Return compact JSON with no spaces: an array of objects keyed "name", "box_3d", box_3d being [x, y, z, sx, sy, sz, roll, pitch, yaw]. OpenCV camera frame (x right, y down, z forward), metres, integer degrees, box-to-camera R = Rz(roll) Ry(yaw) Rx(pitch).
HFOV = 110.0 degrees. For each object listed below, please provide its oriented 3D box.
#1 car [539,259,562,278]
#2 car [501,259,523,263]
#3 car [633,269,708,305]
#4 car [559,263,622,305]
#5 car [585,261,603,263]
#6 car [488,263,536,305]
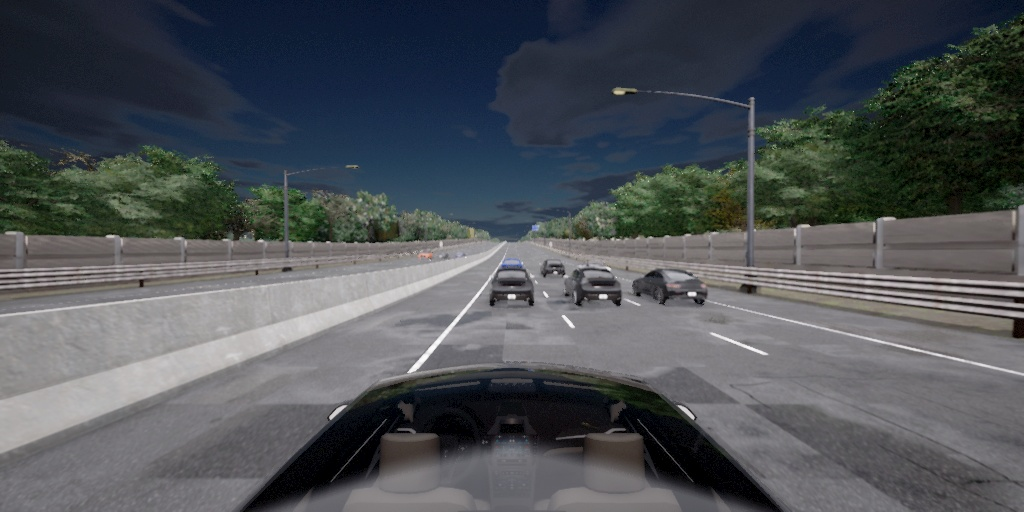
[{"name":"car","box_3d":[3.488,1.017,31.102,1.837,1.490,4.892,0,2,0]},{"name":"car","box_3d":[-0.010,0.983,31.289,1.882,1.535,5.008,0,2,0]},{"name":"car","box_3d":[6.997,1.287,16.214,1.812,1.442,4.674,0,1,0]},{"name":"car","box_3d":[3.496,1.270,16.122,1.837,1.490,4.892,0,1,0]},{"name":"car","box_3d":[6.986,1.115,30.920,1.895,1.301,4.718,0,1,0]},{"name":"car","box_3d":[-0.004,1.270,16.122,1.837,1.490,4.892,0,1,0]}]
